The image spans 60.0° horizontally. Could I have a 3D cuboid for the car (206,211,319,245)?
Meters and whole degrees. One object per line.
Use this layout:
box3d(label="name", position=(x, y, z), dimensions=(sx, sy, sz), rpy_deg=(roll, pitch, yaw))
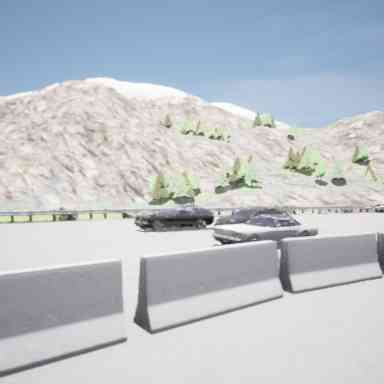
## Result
box3d(label="car", position=(3.214, 1.664, 14.358), dimensions=(4.718, 1.301, 1.895), rpy_deg=(1, 0, -32))

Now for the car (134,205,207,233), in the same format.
box3d(label="car", position=(-1.041, 1.620, 19.944), dimensions=(4.718, 1.301, 1.895), rpy_deg=(1, 0, -32))

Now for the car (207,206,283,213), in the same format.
box3d(label="car", position=(3.558, 1.579, 18.626), dimensions=(4.892, 1.490, 1.837), rpy_deg=(1, 0, -30))
